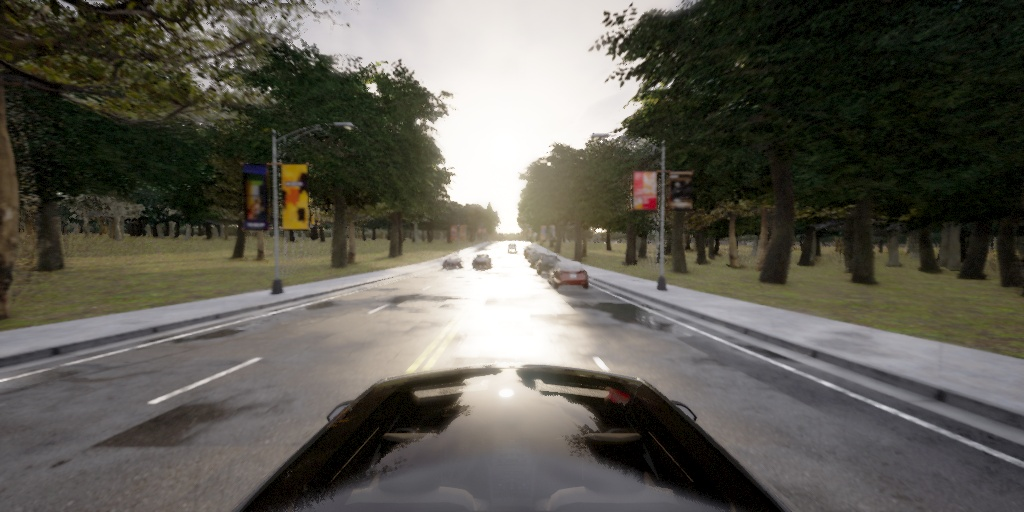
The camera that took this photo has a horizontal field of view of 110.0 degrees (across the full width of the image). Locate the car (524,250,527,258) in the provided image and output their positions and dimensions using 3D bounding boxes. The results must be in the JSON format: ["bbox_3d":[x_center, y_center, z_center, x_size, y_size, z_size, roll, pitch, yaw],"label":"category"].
[{"bbox_3d":[3.272,0.231,54.320,2.033,1.411,5.357,0,3,0],"label":"car"}]

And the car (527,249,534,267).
[{"bbox_3d":[3.267,0.414,43.312,2.097,1.767,4.553,0,1,0],"label":"car"}]

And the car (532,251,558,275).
[{"bbox_3d":[3.263,0.678,32.309,2.097,1.767,4.553,0,1,0],"label":"car"}]

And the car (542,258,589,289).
[{"bbox_3d":[3.259,1.068,21.379,2.163,1.488,4.792,0,1,0],"label":"car"}]

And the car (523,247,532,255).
[{"bbox_3d":[3.277,-0.379,65.323,2.163,1.488,4.792,0,3,0],"label":"car"}]

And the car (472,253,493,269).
[{"bbox_3d":[-3.298,0.487,40.421,2.097,1.767,4.553,0,1,0],"label":"car"}]

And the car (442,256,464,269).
[{"bbox_3d":[-6.555,0.704,40.244,1.994,1.385,4.181,0,1,0],"label":"car"}]
